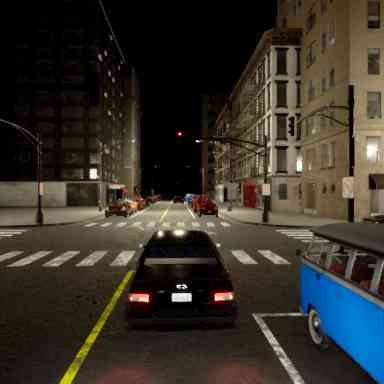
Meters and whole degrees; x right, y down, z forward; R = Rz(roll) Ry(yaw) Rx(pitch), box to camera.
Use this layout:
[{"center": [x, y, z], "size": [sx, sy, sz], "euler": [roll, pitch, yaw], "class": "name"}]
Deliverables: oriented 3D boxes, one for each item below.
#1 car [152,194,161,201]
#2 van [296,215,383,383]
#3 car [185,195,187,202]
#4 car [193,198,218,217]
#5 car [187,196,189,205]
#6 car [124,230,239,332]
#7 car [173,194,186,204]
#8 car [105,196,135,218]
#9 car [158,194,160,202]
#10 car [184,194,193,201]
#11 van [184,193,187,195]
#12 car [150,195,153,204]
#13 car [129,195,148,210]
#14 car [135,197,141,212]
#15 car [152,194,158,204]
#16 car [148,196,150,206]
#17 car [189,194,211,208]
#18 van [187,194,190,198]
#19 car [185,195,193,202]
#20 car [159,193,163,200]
[{"center": [-8.946, 1.423, 84.246], "size": [1.967, 1.590, 4.097], "euler": [0, 0, -2], "class": "car"}, {"center": [2.537, 1.341, 3.689], "size": [1.690, 1.788, 3.998], "euler": [0, 0, -2], "class": "van"}, {"center": [0.229, 1.560, 57.567], "size": [1.947, 1.339, 4.313], "euler": [0, 0, -2], "class": "car"}, {"center": [1.386, 1.543, 30.544], "size": [1.887, 1.381, 4.507], "euler": [0, 0, -2], "class": "car"}, {"center": [0.692, 1.542, 46.758], "size": [1.887, 1.381, 4.507], "euler": [0, 0, -2], "class": "car"}, {"center": [-0.256, 1.547, 7.245], "size": [2.033, 1.411, 5.357], "euler": [0, 0, -2], "class": "car"}, {"center": [-2.480, 1.518, 61.340], "size": [1.812, 1.442, 4.674], "euler": [0, 0, -3], "class": "car"}, {"center": [-6.631, 1.439, 30.201], "size": [1.967, 1.590, 4.097], "euler": [0, 0, -2], "class": "car"}, {"center": [-8.252, 1.555, 68.033], "size": [1.947, 1.339, 4.313], "euler": [0, 0, -2], "class": "car"}, {"center": [-0.928, 1.423, 84.589], "size": [1.967, 1.590, 4.097], "euler": [0, 0, -2], "class": "car"}, {"center": [-0.465, 1.328, 73.780], "size": [1.690, 1.788, 3.998], "euler": [0, 0, -2], "class": "van"}, {"center": [-7.557, 1.561, 51.819], "size": [1.947, 1.339, 4.313], "euler": [0, 0, -2], "class": "car"}, {"center": [-7.094, 1.313, 41.010], "size": [2.192, 1.841, 5.009], "euler": [0, 0, -2], "class": "car"}, {"center": [-6.856, 1.524, 35.435], "size": [1.752, 1.417, 4.829], "euler": [0, 0, -2], "class": "car"}, {"center": [-8.020, 1.542, 62.628], "size": [2.008, 1.369, 4.403], "euler": [0, 0, -2], "class": "car"}, {"center": [-7.319, 1.522, 46.245], "size": [1.752, 1.417, 4.829], "euler": [0, 0, -2], "class": "car"}, {"center": [1.155, 1.313, 35.949], "size": [2.192, 1.841, 5.009], "euler": [0, 0, -2], "class": "car"}, {"center": [0.461, 1.337, 52.163], "size": [1.690, 1.788, 3.998], "euler": [0, 0, -2], "class": "van"}, {"center": [-0.704, 1.510, 79.355], "size": [1.752, 1.417, 4.829], "euler": [0, 0, -2], "class": "car"}, {"center": [-8.715, 1.300, 78.842], "size": [2.192, 1.841, 5.009], "euler": [0, 0, -2], "class": "car"}]
